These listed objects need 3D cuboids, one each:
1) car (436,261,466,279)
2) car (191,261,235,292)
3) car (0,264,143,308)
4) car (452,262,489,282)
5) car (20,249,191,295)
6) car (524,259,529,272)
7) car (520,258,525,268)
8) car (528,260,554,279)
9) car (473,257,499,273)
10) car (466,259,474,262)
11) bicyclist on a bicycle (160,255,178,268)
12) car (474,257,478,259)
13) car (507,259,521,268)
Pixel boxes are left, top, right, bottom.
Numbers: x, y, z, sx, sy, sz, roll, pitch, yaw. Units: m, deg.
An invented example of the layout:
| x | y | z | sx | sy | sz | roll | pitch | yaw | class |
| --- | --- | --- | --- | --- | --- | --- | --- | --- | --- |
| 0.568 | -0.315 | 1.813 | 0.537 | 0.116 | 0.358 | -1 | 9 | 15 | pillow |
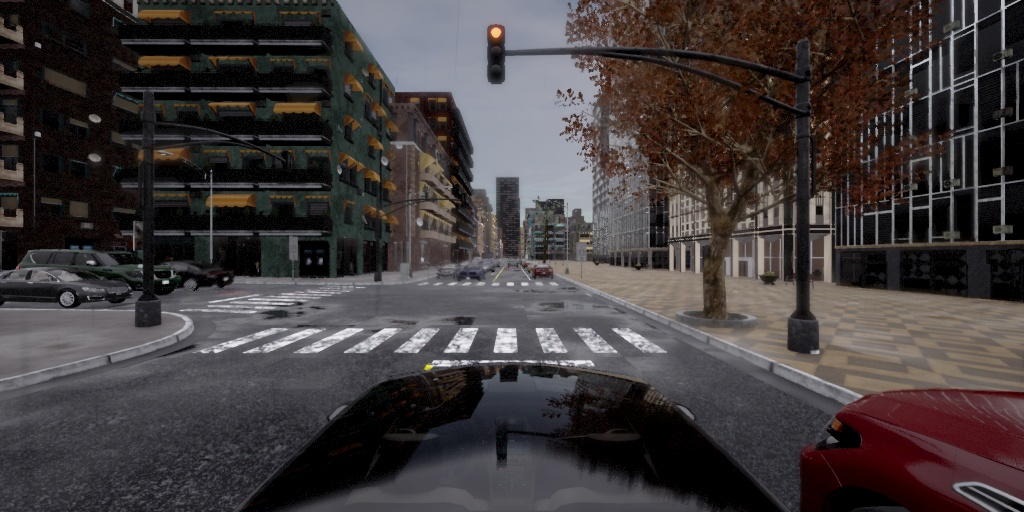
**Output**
| x | y | z | sx | sy | sz | roll | pitch | yaw | class |
| --- | --- | --- | --- | --- | --- | --- | --- | --- | --- |
| -5.653 | 1.313 | 32.355 | 2.007 | 1.370 | 4.403 | 0 | 0 | 0 | car |
| -17.371 | 1.011 | 18.675 | 5.008 | 1.535 | 1.882 | 1 | 0 | 0 | car |
| -16.422 | 1.091 | 12.952 | 4.403 | 1.370 | 2.007 | 0 | 0 | -1 | car |
| -3.194 | 1.360 | 28.806 | 1.895 | 1.301 | 4.718 | 0 | 0 | 2 | car |
| -17.771 | 0.747 | 15.535 | 5.566 | 2.045 | 2.150 | 1 | 0 | 0 | car |
| 2.740 | 1.298 | 43.580 | 1.751 | 1.417 | 4.829 | 0 | 0 | 0 | car |
| 2.759 | 1.375 | 60.008 | 1.802 | 1.307 | 4.207 | 0 | 0 | 0 | car |
| 2.727 | 1.307 | 32.345 | 1.888 | 1.381 | 4.507 | 0 | 0 | 0 | car |
| -3.047 | 1.261 | 43.301 | 2.128 | 1.511 | 4.902 | 0 | 0 | 0 | car |
| -5.640 | 1.323 | 43.421 | 2.007 | 1.370 | 4.403 | 0 | 0 | 0 | car |
| -23.142 | 0.761 | 24.220 | 0.582 | 1.620 | 1.656 | 1 | 0 | -1 | bicyclist on a bicycle |
| -5.627 | 1.226 | 54.486 | 1.967 | 1.591 | 4.097 | 0 | 0 | 0 | car |
| 0.174 | 1.289 | 63.491 | 2.128 | 1.511 | 4.902 | 0 | 0 | 0 | car |
